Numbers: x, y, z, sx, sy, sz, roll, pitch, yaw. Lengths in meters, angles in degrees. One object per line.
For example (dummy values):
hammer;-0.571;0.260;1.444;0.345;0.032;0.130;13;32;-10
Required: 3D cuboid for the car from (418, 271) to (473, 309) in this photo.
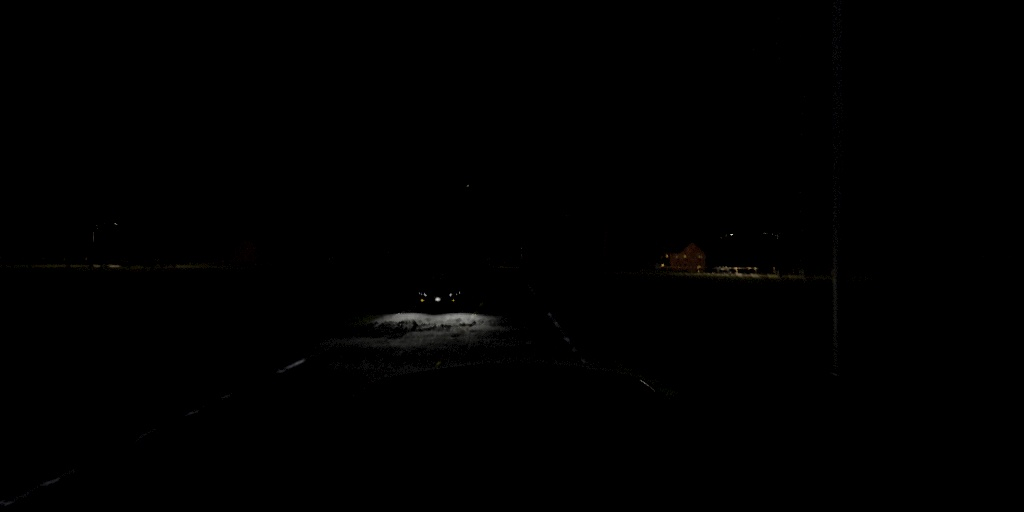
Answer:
car;-2.847;1.442;16.162;1.837;1.490;4.892;0;-1;0
